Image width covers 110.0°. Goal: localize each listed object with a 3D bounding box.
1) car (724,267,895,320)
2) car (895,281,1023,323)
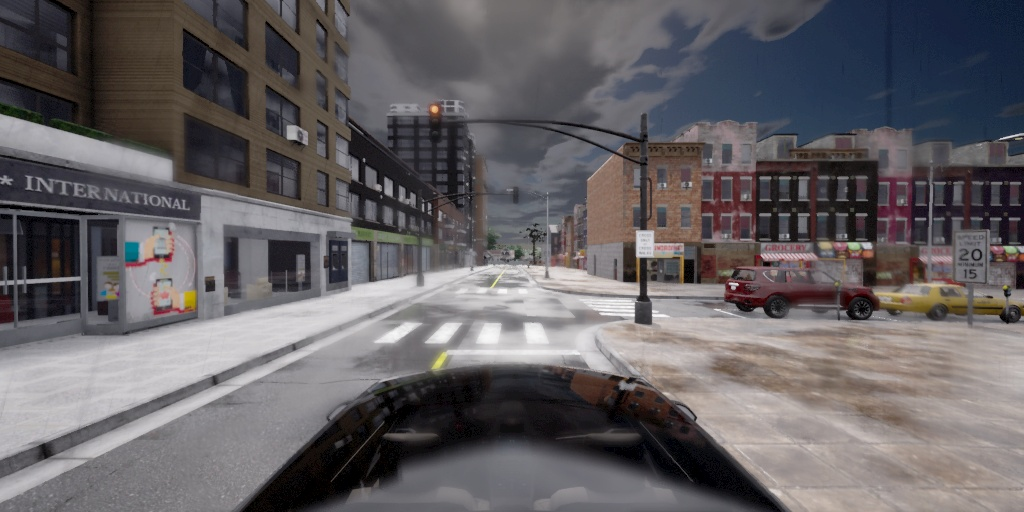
[{"bbox_3d":[10.831,1.346,13.677,5.009,1.841,2.192,0,0,0],"label":"car"},{"bbox_3d":[16.546,1.659,13.649,4.829,1.417,1.751,0,0,0],"label":"car"}]
